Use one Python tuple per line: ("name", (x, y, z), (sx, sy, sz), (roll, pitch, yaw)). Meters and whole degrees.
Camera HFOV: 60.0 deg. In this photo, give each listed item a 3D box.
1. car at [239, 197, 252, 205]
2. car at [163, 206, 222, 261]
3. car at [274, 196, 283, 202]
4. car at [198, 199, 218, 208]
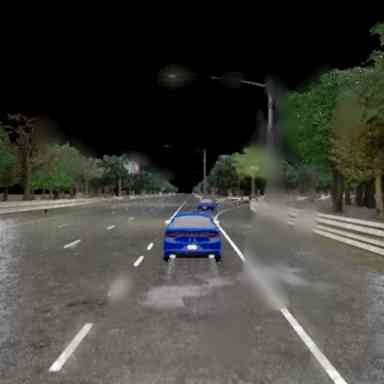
("car", (10.191, 1.609, 61.894), (1.812, 1.442, 4.674), (0, 0, 28))
("car", (0.009, 1.513, 12.414), (1.882, 1.535, 5.008), (0, 0, 0))
("car", (18.909, 1.556, 75.259), (1.882, 1.535, 5.008), (0, 0, 41))
("car", (1.876, 1.552, 38.952), (1.882, 1.535, 5.008), (0, 0, 11))
